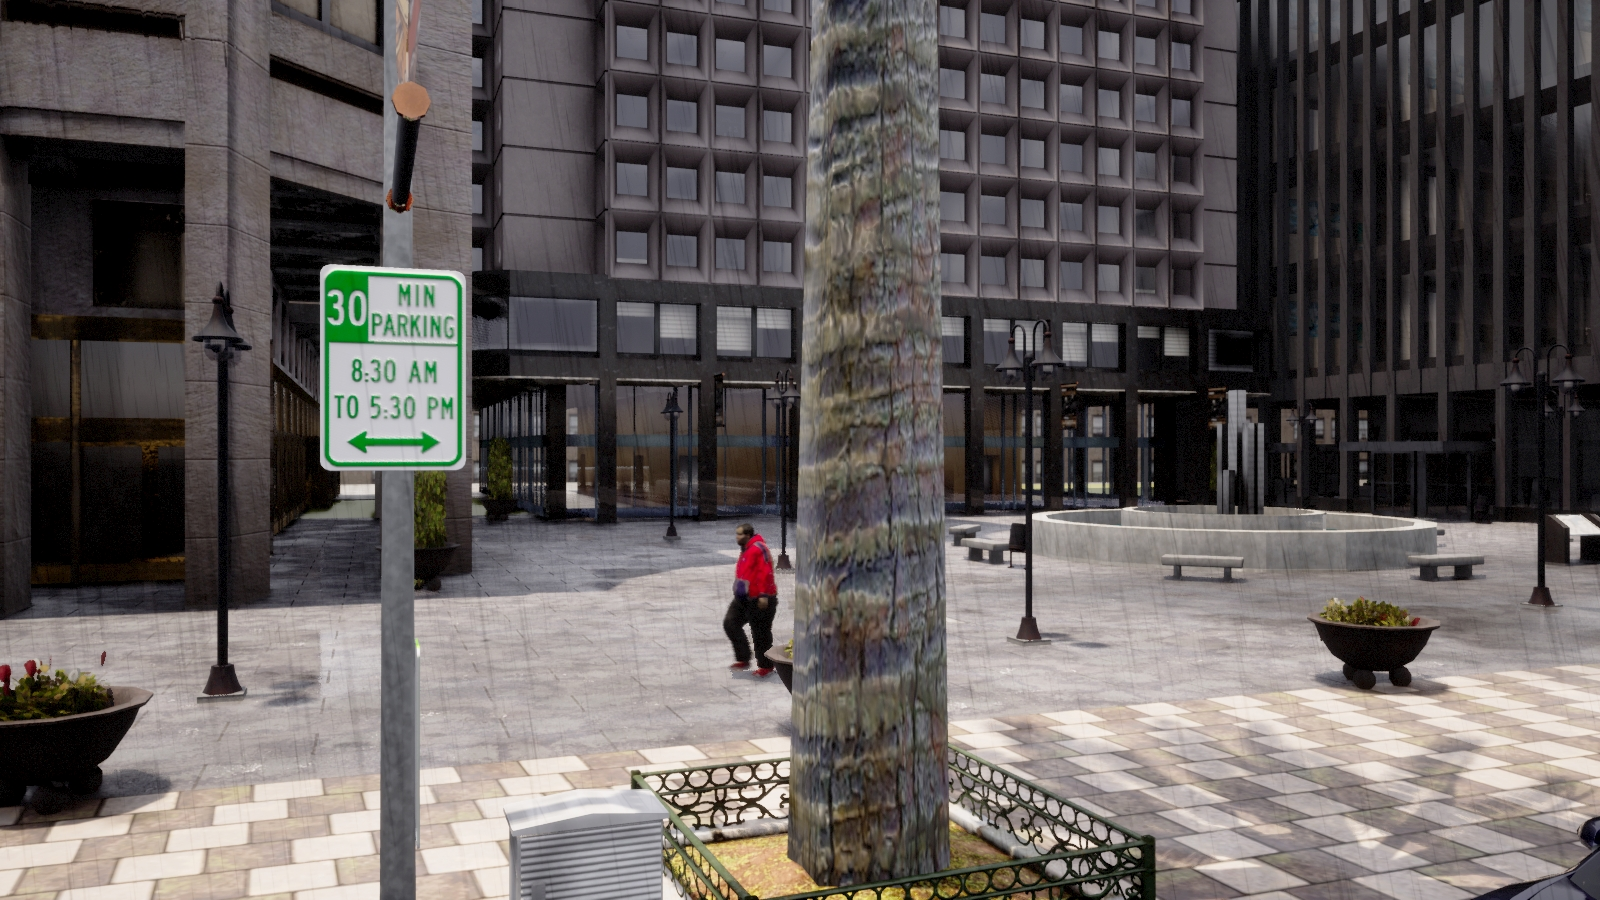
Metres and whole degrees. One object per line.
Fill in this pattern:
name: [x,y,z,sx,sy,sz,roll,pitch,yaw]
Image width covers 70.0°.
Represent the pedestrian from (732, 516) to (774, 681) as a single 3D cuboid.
pedestrian: [-0.547,1.711,13.290,0.375,1.860,0.375,0,0,-23]
